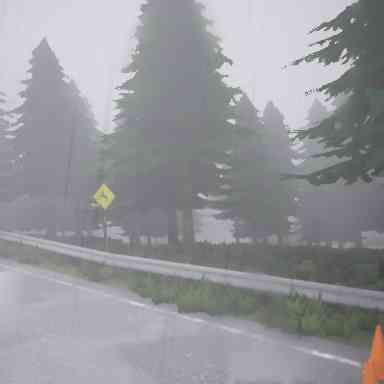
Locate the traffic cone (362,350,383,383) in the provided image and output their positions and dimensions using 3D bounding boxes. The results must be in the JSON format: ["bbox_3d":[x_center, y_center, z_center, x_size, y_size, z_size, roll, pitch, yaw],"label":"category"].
[{"bbox_3d":[1.774,1.956,3.298,0.340,0.580,0.340,0,0,34],"label":"traffic cone"}]

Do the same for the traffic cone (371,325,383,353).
[{"bbox_3d":[2.323,1.956,4.131,0.340,0.580,0.340,0,0,34],"label":"traffic cone"}]
